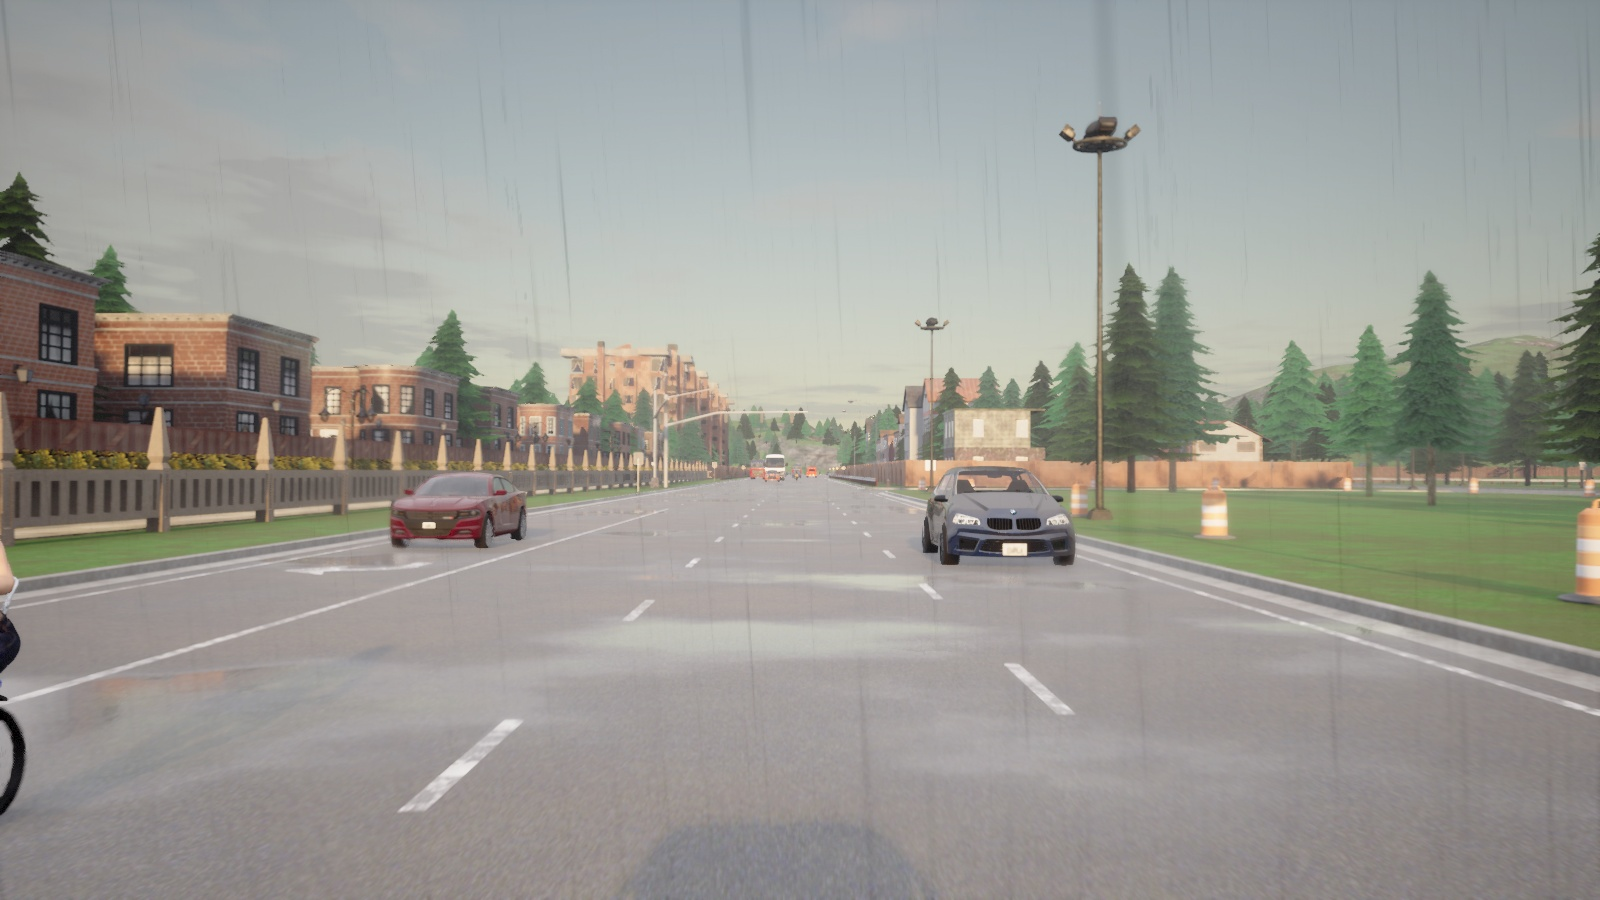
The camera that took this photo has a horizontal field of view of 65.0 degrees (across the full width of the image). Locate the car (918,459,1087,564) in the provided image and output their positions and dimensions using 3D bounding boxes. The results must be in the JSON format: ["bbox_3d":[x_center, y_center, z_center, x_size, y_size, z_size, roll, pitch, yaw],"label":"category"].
[{"bbox_3d":[3.445,1.020,22.368,2.242,1.667,4.611,0,-1,0],"label":"car"}]

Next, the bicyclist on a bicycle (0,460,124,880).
[{"bbox_3d":[-3.507,0.848,4.942,0.866,1.612,1.509,0,-1,0],"label":"bicyclist on a bicycle"}]

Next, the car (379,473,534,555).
[{"bbox_3d":[-7.064,1.262,26.394,1.882,1.535,5.008,0,-1,0],"label":"car"}]
